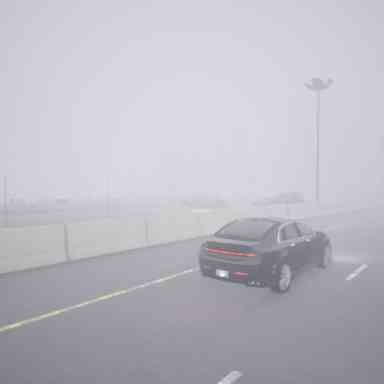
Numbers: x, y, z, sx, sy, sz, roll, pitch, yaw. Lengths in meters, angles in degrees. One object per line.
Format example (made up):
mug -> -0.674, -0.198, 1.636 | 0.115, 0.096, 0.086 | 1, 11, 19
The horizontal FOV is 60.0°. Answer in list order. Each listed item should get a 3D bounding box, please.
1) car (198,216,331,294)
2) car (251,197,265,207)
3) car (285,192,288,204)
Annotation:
car -> 2.120, 1.388, 8.642 | 1.837, 1.490, 4.892 | 1, 1, 38
car -> 9.217, 1.322, 40.450 | 2.033, 1.411, 5.357 | 1, 0, 39
car -> 10.496, 1.022, 36.431 | 2.150, 2.045, 5.566 | 1, 0, 38
